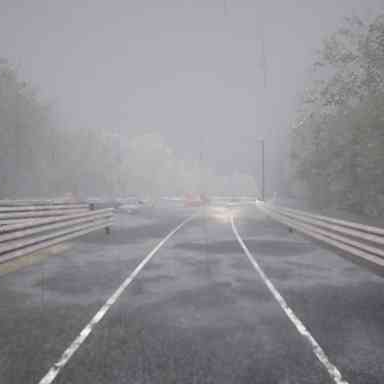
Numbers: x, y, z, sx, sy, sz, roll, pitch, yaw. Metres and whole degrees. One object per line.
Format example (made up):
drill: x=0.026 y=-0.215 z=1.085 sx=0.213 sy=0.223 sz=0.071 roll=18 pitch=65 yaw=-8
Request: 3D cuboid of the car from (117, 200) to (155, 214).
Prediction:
car: x=-5.540 y=1.537 z=34.700 sx=1.895 sy=1.301 sz=4.718 roll=1 pitch=0 yaw=18

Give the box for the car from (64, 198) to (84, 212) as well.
car: x=-12.195 y=1.377 z=36.931 sx=2.128 sy=1.511 sz=4.902 roll=0 pitch=-1 yaw=18

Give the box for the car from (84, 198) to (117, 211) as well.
car: x=-8.888 y=1.441 z=35.784 sx=2.033 sy=1.411 sz=5.357 roll=0 pitch=-1 yaw=18

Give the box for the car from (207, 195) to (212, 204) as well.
car: x=2.630 y=1.625 z=71.749 sx=2.150 sy=2.045 sz=5.566 roll=0 pitch=-1 yaw=18

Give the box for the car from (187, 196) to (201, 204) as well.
car: x=0.495 y=1.799 z=76.570 sx=2.097 sy=1.767 sz=4.553 roll=0 pitch=-1 yaw=18

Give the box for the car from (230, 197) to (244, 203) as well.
car: x=11.600 y=2.017 z=88.317 sx=2.097 sy=1.767 sz=4.553 roll=0 pitch=-1 yaw=18

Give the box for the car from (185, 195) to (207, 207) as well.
car: x=0.439 y=1.528 z=53.370 sx=2.097 sy=1.767 sz=4.553 roll=0 pitch=-1 yaw=18
